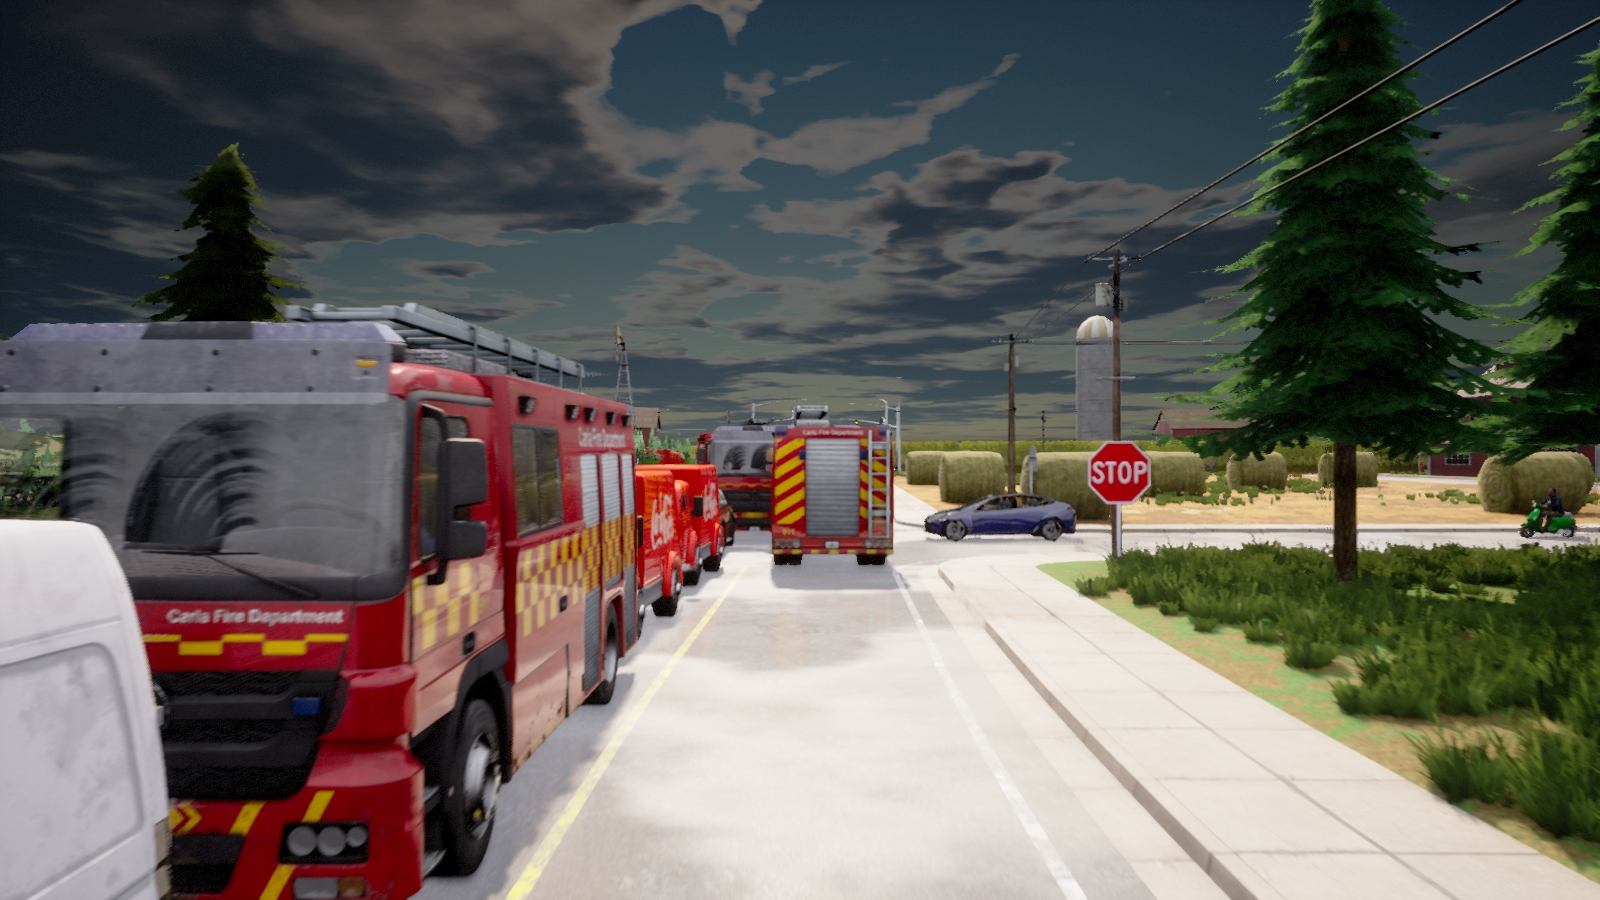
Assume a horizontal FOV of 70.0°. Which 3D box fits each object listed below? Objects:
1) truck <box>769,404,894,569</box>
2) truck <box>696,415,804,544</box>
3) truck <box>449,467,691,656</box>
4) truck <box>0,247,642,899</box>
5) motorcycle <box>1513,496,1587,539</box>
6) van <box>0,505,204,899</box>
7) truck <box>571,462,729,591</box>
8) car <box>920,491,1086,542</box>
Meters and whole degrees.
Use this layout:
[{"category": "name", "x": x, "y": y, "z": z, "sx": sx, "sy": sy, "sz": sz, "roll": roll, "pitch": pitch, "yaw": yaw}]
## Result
[{"category": "truck", "x": 0.679, "y": 0.865, "z": 30.731, "sx": 2.891, "sy": 3.827, "sz": 8.468, "roll": 0, "pitch": 0, "yaw": -1}, {"category": "truck", "x": -1.879, "y": 0.865, "z": 38.379, "sx": 2.891, "sy": 3.827, "sz": 8.468, "roll": 0, "pitch": 0, "yaw": -7}, {"category": "truck", "x": -3.347, "y": 1.535, "z": 17.978, "sx": 2.627, "sy": 2.467, "sz": 5.204, "roll": 0, "pitch": 0, "yaw": 2}, {"category": "truck", "x": -3.474, "y": 0.858, "z": 10.176, "sx": 2.891, "sy": 3.827, "sz": 8.468, "roll": 0, "pitch": 0, "yaw": 1}, {"category": "motorcycle", "x": 23.932, "y": 2.144, "z": 36.485, "sx": 1.805, "sy": 1.316, "sz": 0.856, "roll": 0, "pitch": 0, "yaw": -1}, {"category": "van", "x": -3.498, "y": 1.508, "z": 1.827, "sx": 1.988, "sy": 2.561, "sz": 5.915, "roll": 0, "pitch": 0, "yaw": 0}, {"category": "truck", "x": -3.118, "y": 1.532, "z": 25.110, "sx": 2.627, "sy": 2.467, "sz": 5.204, "roll": 0, "pitch": 0, "yaw": 2}, {"category": "car", "x": 6.334, "y": 2.062, "z": 36.063, "sx": 4.792, "sy": 1.488, "sz": 2.163, "roll": 0, "pitch": 0, "yaw": -3}]
